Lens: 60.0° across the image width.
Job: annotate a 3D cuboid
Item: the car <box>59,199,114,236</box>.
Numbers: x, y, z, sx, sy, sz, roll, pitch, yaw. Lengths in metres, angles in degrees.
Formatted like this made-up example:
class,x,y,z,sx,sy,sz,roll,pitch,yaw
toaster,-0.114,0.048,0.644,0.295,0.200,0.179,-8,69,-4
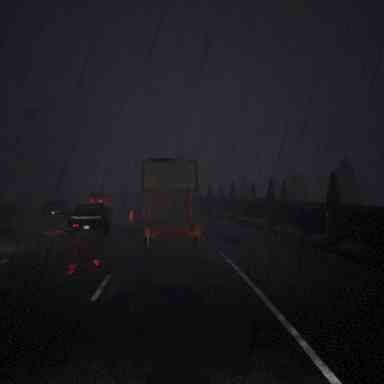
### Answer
class,x,y,z,sx,sy,sz,roll,pitch,yaw
car,-5.208,1.356,17.438,2.128,1.511,4.902,0,0,-10

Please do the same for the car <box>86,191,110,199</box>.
class,x,y,z,sx,sy,sz,roll,pitch,yaw
car,-9.669,0.958,34.288,2.150,2.045,5.566,0,1,-20

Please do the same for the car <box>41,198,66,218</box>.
class,x,y,z,sx,sy,sz,roll,pitch,yaw
car,-11.163,1.293,27.447,1.837,1.490,4.892,0,0,-16

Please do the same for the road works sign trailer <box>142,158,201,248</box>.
class,x,y,z,sx,sy,sz,roll,pitch,yaw
road works sign trailer,-0.975,0.352,14.449,2.380,3.560,2.880,0,0,-11

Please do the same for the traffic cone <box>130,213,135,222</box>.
class,x,y,z,sx,sy,sz,roll,pitch,yaw
traffic cone,-3.762,1.793,21.052,0.340,0.580,0.340,0,0,-11
